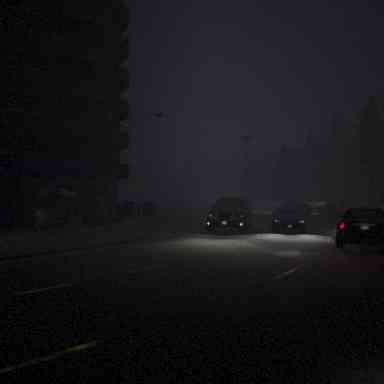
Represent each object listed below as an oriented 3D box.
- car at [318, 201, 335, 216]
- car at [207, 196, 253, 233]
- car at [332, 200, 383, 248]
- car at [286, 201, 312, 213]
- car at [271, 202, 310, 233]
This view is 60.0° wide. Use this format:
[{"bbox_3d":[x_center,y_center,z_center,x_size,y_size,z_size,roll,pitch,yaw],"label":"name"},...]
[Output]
[{"bbox_3d":[13.700,1.549,31.455,1.882,1.535,5.008,0,0,-5],"label":"car"},{"bbox_3d":[2.491,1.301,20.556,2.150,2.045,5.566,0,0,16],"label":"car"},{"bbox_3d":[7.544,1.382,14.581,2.097,1.767,4.553,-1,0,27],"label":"car"},{"bbox_3d":[10.023,1.587,32.912,2.128,1.511,4.902,0,0,-9],"label":"car"},{"bbox_3d":[5.872,1.587,20.298,1.812,1.442,4.674,0,0,14],"label":"car"}]
